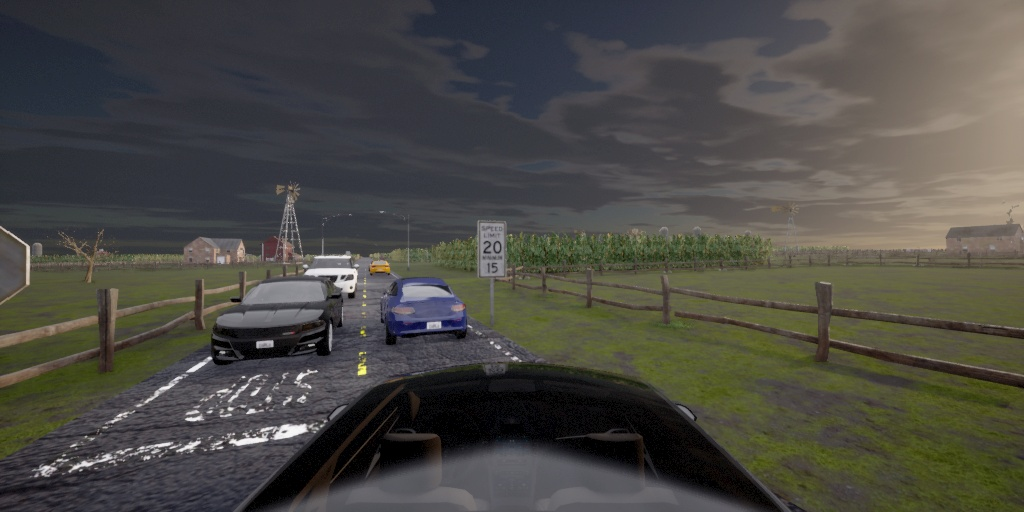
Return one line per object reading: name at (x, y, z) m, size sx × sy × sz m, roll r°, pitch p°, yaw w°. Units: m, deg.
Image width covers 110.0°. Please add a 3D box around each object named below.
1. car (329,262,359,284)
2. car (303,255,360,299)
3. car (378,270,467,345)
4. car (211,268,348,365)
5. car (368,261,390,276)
car at (-13.307, 1.258, 28.628) m, size 1.837 × 1.490 × 4.892 m, roll 0°, pitch 0°, yaw -22°
car at (-9.001, 0.975, 18.030) m, size 2.150 × 2.045 × 5.566 m, roll 0°, pitch 0°, yaw -22°
car at (-2.488, 1.278, 9.589) m, size 1.812 × 1.442 × 4.674 m, roll 0°, pitch 0°, yaw -22°
car at (-5.119, 1.229, 8.420) m, size 1.882 × 1.535 × 5.008 m, roll 0°, pitch 0°, yaw -22°
car at (-14.140, 1.232, 38.337) m, size 1.882 × 1.535 × 5.008 m, roll 0°, pitch 0°, yaw -21°
